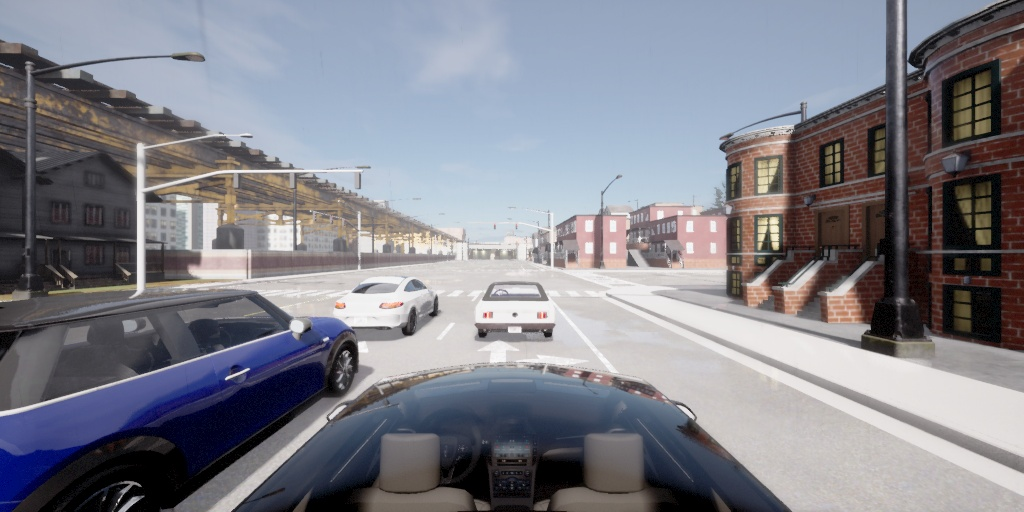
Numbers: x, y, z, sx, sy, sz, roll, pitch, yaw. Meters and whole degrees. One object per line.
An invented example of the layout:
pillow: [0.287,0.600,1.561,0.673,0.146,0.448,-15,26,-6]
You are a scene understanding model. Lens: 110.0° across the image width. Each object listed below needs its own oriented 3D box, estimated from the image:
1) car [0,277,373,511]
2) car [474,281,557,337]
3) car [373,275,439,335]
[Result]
car: [-3.399,1.102,3.688,2.097,1.767,4.553,0,0,0]
car: [0.106,1.351,10.223,1.895,1.301,4.718,0,0,1]
car: [-3.396,1.276,10.331,1.812,1.442,4.674,0,0,0]
